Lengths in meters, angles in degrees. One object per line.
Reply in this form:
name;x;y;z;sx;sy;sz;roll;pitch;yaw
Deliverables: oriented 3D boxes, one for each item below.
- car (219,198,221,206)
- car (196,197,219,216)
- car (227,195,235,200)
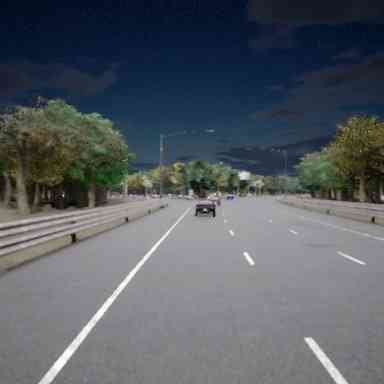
car;3.907;1.535;55.393;1.812;1.442;4.674;0;0;8
car;1.423;1.483;33.108;1.882;1.535;5.008;0;0;5
car;10.975;1.509;93.133;1.882;1.535;5.008;0;0;13
